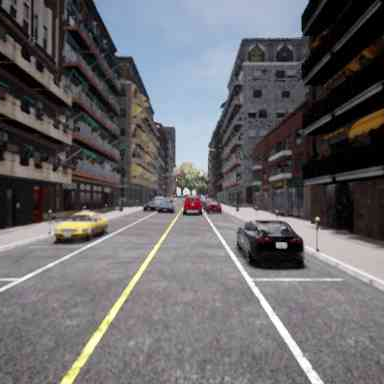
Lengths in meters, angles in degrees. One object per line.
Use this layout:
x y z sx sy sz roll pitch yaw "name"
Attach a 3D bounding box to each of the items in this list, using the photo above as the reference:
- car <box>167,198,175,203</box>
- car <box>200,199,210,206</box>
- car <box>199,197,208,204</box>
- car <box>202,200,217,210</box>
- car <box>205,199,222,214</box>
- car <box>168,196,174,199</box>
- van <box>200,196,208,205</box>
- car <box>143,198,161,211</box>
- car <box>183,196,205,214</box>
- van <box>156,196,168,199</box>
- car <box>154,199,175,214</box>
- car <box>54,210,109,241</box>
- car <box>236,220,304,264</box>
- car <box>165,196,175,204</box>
-5.698 2.271 91.790 1.887 1.381 4.507 1 0 0 "car"
2.687 2.127 69.068 1.802 1.307 4.206 1 0 0 "car"
2.687 2.076 80.461 1.967 1.590 4.097 1 0 0 "car"
2.691 1.976 51.979 1.947 1.339 4.313 1 0 0 "car"
2.695 1.865 40.587 1.887 1.381 4.507 1 0 0 "car"
-5.694 2.141 74.700 2.008 1.369 4.403 1 0 0 "car"
2.690 1.931 74.766 1.690 1.788 3.998 1 0 0 "van"
-5.688 1.931 46.218 1.947 1.339 4.313 1 0 0 "car"
0.084 1.534 39.534 2.150 2.045 5.566 0 0 0 "car"
-5.686 1.796 57.613 1.690 1.788 3.998 1 0 0 "van"
-3.098 1.883 40.421 1.994 1.385 4.181 0 0 0 "car"
-5.681 1.664 17.568 1.752 1.417 4.829 1 0 0 "car"
2.701 1.662 12.106 1.947 1.339 4.313 1 0 0 "car"
-5.692 1.996 86.095 2.192 1.841 5.009 1 0 0 "car"
